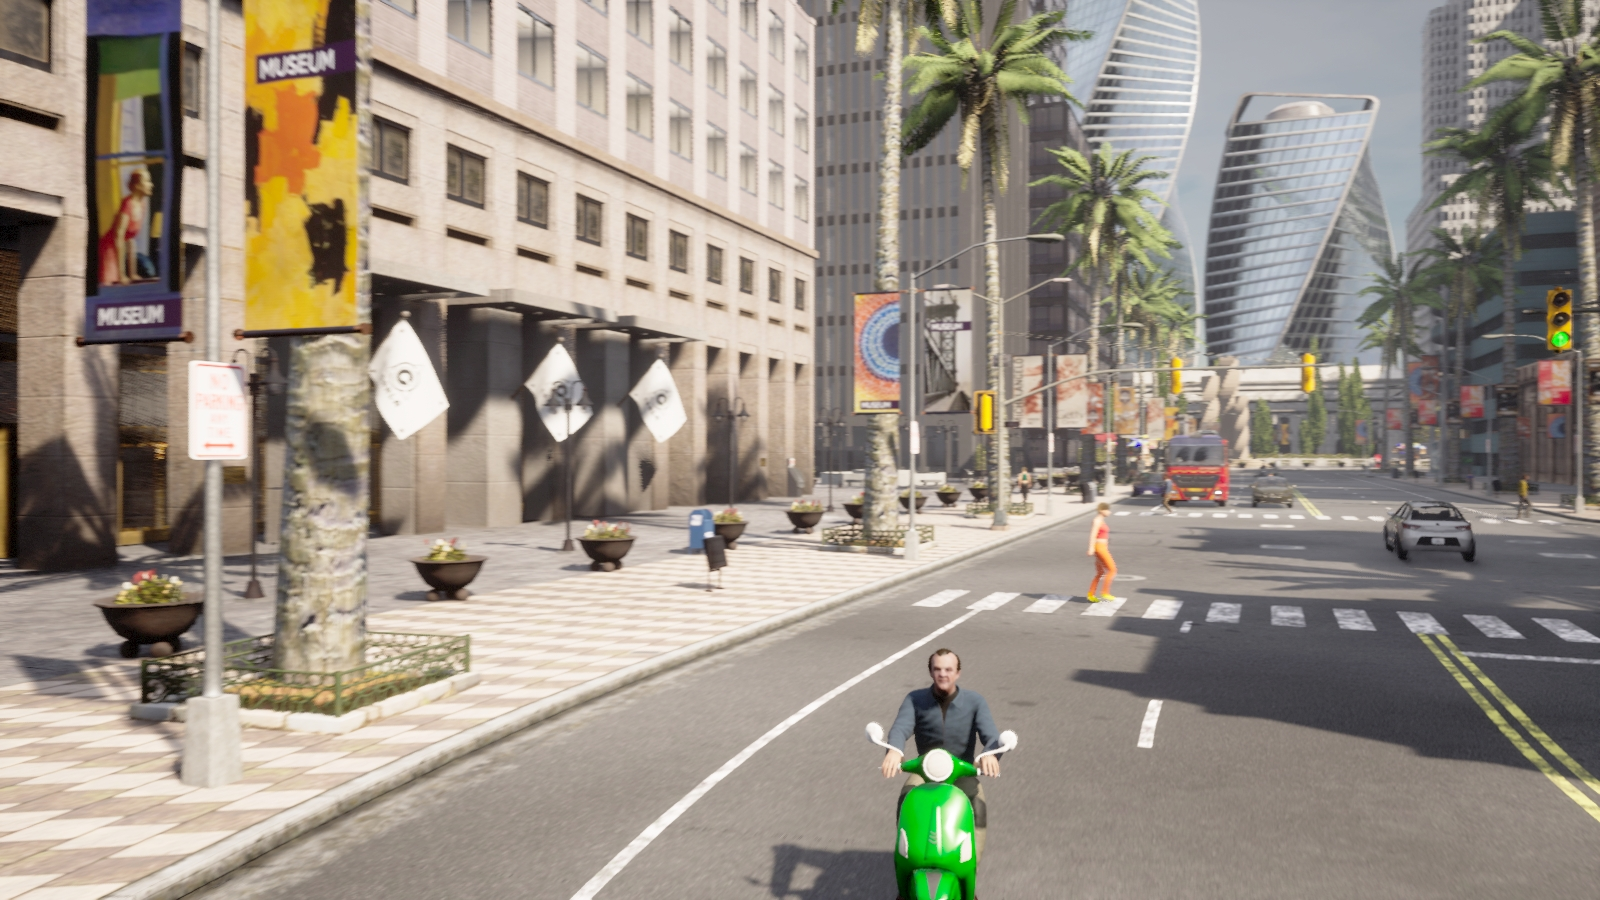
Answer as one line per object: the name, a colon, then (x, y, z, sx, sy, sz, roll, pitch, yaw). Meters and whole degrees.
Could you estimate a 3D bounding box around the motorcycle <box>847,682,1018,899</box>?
motorcycle: (0.838, 2.183, 6.722, 0.856, 1.236, 1.805, 0, 0, 11)

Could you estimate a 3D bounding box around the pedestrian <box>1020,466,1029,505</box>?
pedestrian: (10.731, 1.708, 54.614, 0.375, 1.860, 0.375, 0, 0, 10)

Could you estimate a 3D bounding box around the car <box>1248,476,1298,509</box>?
car: (23.699, 2.088, 57.353, 2.231, 1.480, 4.892, 0, 0, 22)

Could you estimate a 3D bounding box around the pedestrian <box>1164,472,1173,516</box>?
pedestrian: (15.784, 1.867, 48.927, 0.375, 1.860, 0.375, 0, 0, 21)

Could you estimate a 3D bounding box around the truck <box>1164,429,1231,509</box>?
truck: (20.758, 0.914, 59.404, 2.891, 3.827, 8.468, 0, 0, 22)

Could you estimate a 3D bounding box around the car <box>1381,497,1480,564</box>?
car: (16.782, 2.085, 30.589, 1.816, 1.474, 4.193, 0, 0, 22)

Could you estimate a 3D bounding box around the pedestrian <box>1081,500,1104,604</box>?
pedestrian: (5.348, 1.854, 20.903, 0.375, 1.860, 0.375, 0, 0, 18)

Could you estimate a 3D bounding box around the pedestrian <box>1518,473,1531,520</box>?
pedestrian: (29.245, 1.883, 46.120, 0.375, 1.860, 0.375, 0, 0, 17)
